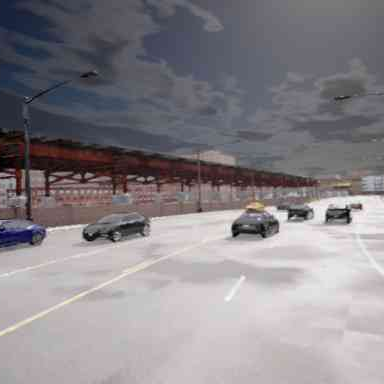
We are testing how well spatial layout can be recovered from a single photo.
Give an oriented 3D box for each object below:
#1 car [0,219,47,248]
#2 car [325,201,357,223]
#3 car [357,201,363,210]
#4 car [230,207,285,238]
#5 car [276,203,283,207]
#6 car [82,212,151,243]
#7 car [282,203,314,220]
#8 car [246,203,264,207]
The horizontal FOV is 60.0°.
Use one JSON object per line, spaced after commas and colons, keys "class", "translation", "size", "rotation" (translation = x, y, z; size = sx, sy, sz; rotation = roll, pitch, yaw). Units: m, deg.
{"class": "car", "translation": [-9.094, 2.035, 15.852], "size": [1.812, 1.442, 4.674], "rotation": [-2, -1, 21]}
{"class": "car", "translation": [12.364, 1.724, 27.984], "size": [2.128, 1.511, 4.902], "rotation": [-2, -2, 28]}
{"class": "car", "translation": [26.005, 2.143, 52.919], "size": [1.994, 1.385, 4.181], "rotation": [-2, -2, 29]}
{"class": "car", "translation": [3.723, 1.768, 19.166], "size": [1.994, 1.385, 4.181], "rotation": [-2, -2, 27]}
{"class": "car", "translation": [15.643, 2.549, 56.081], "size": [1.895, 1.301, 4.718], "rotation": [-2, -2, 29]}
{"class": "car", "translation": [-4.118, 1.922, 18.855], "size": [1.837, 1.490, 4.892], "rotation": [-3, -2, 23]}
{"class": "car", "translation": [10.617, 1.910, 32.404], "size": [1.837, 1.490, 4.892], "rotation": [-2, -1, 30]}
{"class": "car", "translation": [10.011, 2.485, 53.149], "size": [1.882, 1.535, 5.008], "rotation": [-2, -2, 29]}
